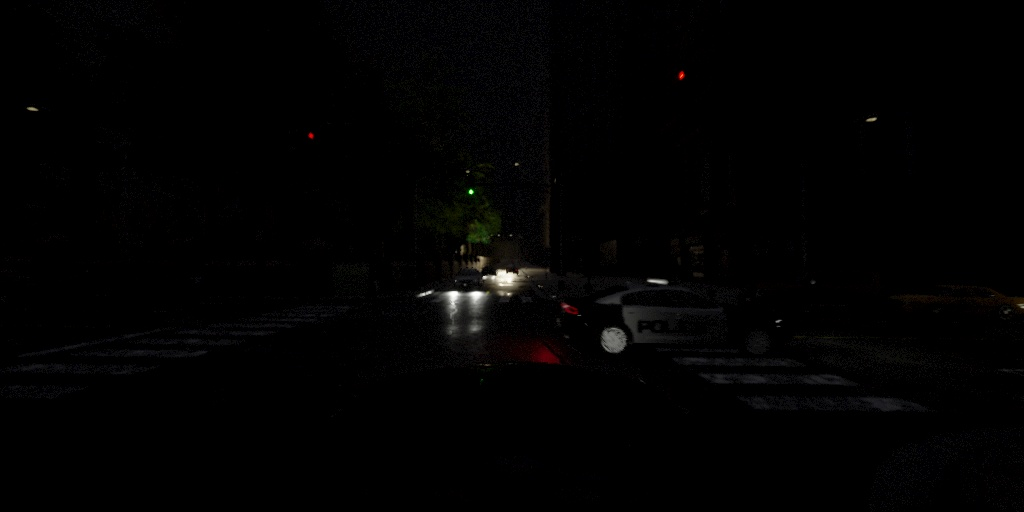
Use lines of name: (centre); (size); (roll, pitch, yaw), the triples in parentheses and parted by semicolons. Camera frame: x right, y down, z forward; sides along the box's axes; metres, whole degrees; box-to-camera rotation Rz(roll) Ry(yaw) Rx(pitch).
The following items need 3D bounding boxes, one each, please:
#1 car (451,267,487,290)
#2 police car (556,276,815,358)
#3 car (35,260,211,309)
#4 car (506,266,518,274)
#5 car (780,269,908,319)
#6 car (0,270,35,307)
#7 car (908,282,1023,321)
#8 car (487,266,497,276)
car: (-3.104, 1.636, 26.037); (1.812, 1.442, 4.674); (0, 0, 0)
police car: (3.686, 1.336, 8.482); (5.238, 1.638, 1.930); (1, -1, 0)
car: (-14.972, 1.069, 14.288); (5.009, 1.841, 2.192); (0, 0, 0)
car: (-0.008, 2.153, 55.295); (1.895, 1.301, 4.718); (0, -1, 0)
car: (11.867, 1.438, 14.206); (5.009, 1.841, 2.192); (0, 0, 0)
car: (-20.496, 1.221, 14.305); (4.507, 1.381, 1.888); (0, 0, 0)
car: (17.238, 1.720, 14.190); (4.829, 1.417, 1.751); (0, 0, 0)
car: (-3.064, 2.008, 49.081); (2.033, 1.411, 5.357); (0, -1, 1)
